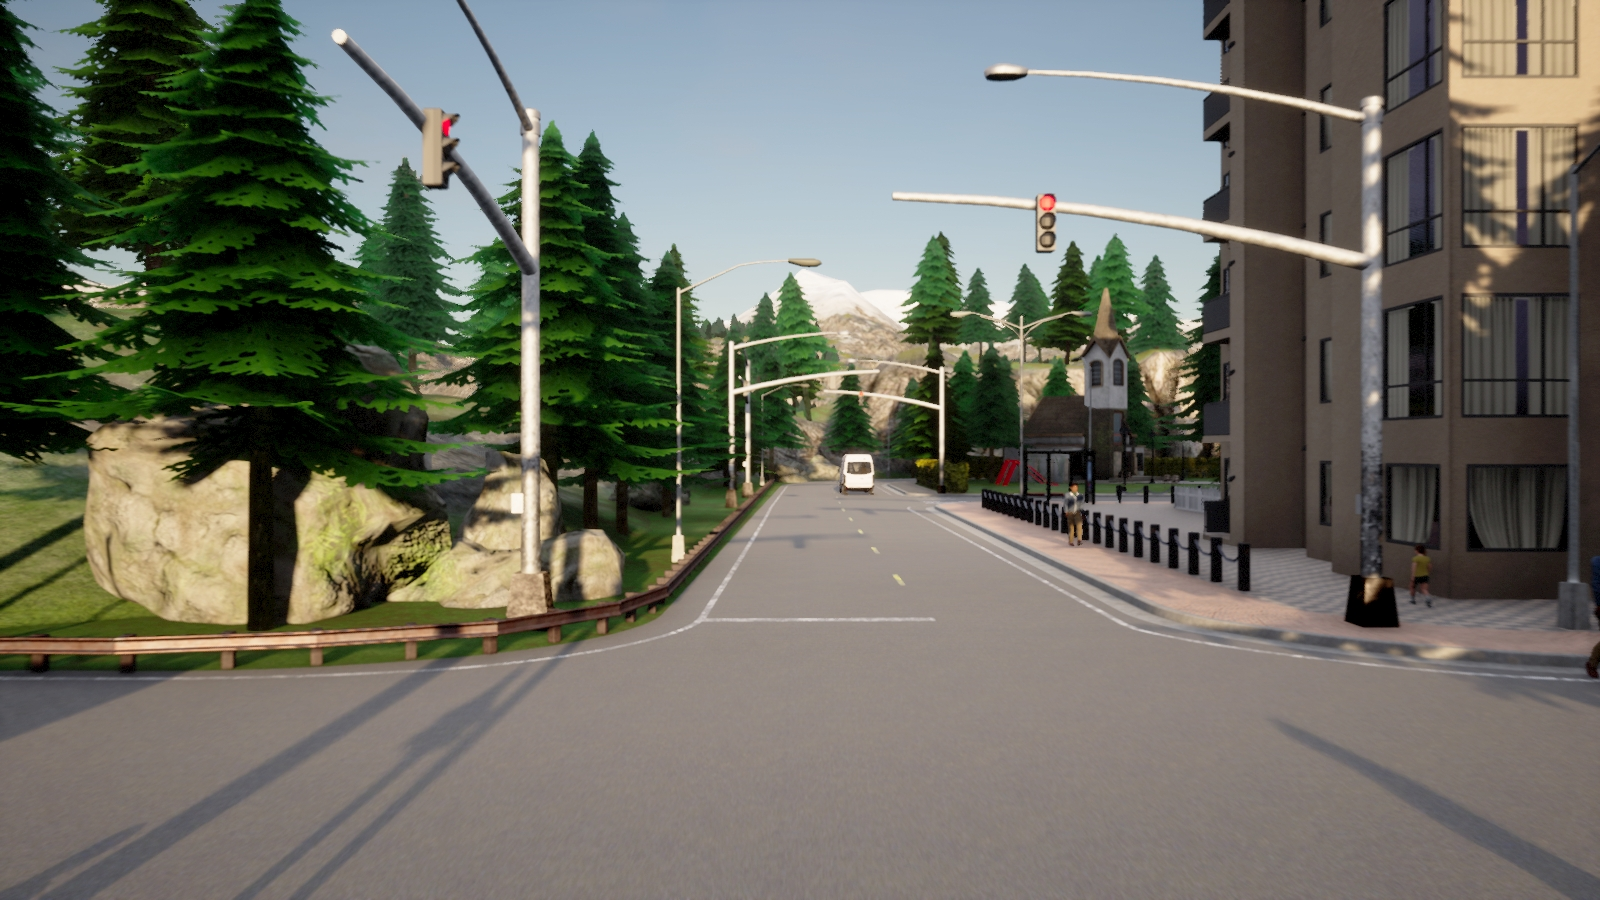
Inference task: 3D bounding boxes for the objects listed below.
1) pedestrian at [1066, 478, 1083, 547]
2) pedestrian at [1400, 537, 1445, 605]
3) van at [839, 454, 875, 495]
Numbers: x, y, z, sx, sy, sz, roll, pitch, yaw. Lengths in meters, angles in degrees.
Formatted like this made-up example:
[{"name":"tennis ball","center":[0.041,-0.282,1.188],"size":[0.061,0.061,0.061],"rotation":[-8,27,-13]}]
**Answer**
[{"name":"pedestrian","center":[7.480,1.696,31.092],"size":[0.375,1.860,0.375],"rotation":[0,0,0]},{"name":"pedestrian","center":[10.636,2.061,19.528],"size":[0.500,1.100,0.500],"rotation":[0,0,1]},{"name":"van","center":[3.691,1.541,74.795],"size":[1.988,2.561,5.915],"rotation":[0,0,-1]}]
